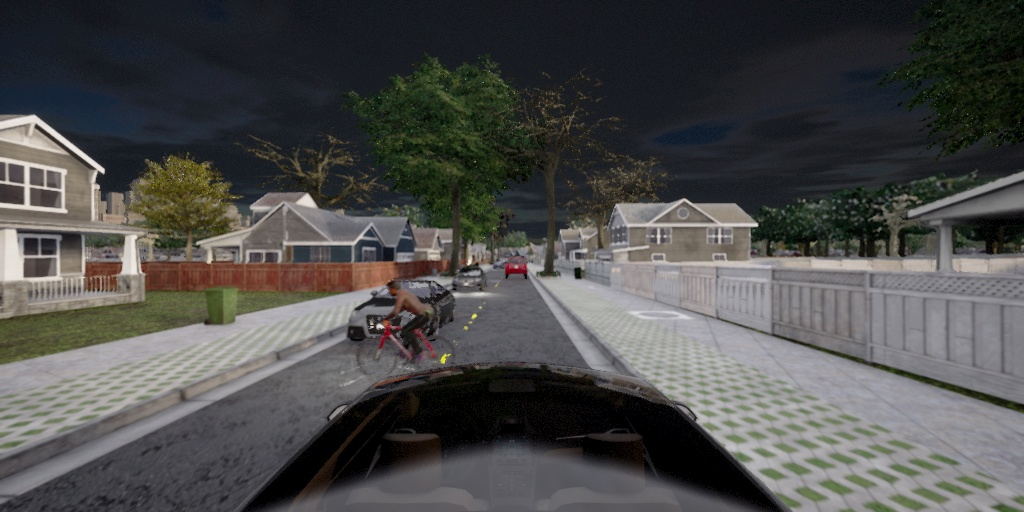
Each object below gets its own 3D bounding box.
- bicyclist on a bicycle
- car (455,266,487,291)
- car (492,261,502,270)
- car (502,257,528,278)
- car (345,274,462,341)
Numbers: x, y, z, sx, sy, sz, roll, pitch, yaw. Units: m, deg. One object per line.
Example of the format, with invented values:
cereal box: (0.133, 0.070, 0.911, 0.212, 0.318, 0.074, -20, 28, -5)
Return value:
bicyclist on a bicycle: (-1.787, 1.224, 5.988, 1.656, 1.620, 0.582, -2, 0, 1)
car: (-2.625, 1.390, 23.095, 1.812, 1.442, 4.674, 0, 0, 1)
car: (-2.216, 1.598, 60.345, 2.033, 1.411, 5.357, 0, 0, 1)
car: (0.432, 1.154, 36.430, 2.150, 2.045, 5.566, 0, 0, 1)
car: (-2.776, 1.357, 9.845, 1.994, 1.385, 4.181, 0, 0, 1)
